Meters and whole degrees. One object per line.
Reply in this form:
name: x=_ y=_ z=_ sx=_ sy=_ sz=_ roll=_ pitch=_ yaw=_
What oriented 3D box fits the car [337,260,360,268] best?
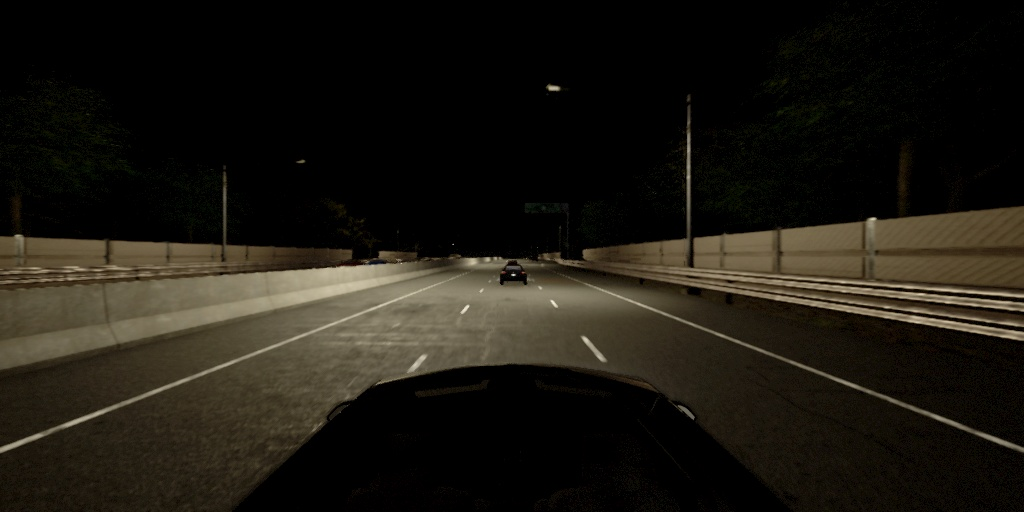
car: x=-21.037 y=1.247 z=46.843 sx=1.812 sy=1.442 sz=4.674 roll=0 pitch=0 yaw=1

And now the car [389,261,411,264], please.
car: x=-14.040 y=1.285 z=46.953 sx=1.994 sy=1.385 sz=4.181 roll=0 pitch=0 yaw=1

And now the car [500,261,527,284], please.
car: x=0.103 y=1.300 z=27.064 sx=1.994 sy=1.385 sz=4.181 roll=0 pitch=0 yaw=0

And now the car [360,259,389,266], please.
car: x=-17.540 y=1.199 z=46.953 sx=1.882 sy=1.535 sz=5.008 roll=0 pitch=0 yaw=1
